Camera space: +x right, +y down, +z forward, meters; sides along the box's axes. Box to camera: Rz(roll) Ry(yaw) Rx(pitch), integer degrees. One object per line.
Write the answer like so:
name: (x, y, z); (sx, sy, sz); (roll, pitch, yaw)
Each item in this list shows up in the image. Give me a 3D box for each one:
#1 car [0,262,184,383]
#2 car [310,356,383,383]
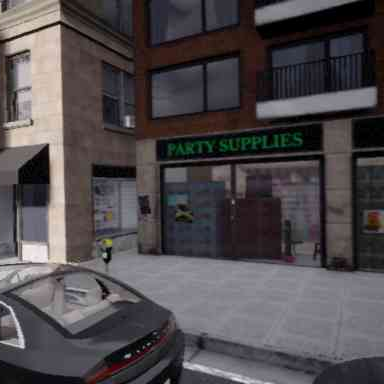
car: (-2.219, 1.546, 3.904); (4.403, 1.369, 2.008); (-1, 1, 27)
car: (2.701, 1.469, 1.406); (4.403, 1.369, 2.008); (-1, 1, 27)
